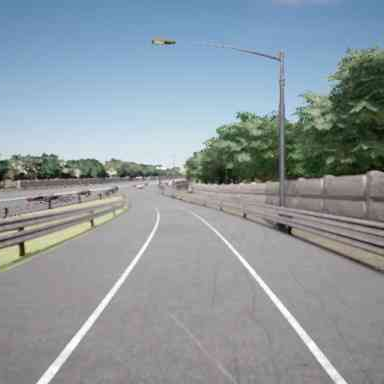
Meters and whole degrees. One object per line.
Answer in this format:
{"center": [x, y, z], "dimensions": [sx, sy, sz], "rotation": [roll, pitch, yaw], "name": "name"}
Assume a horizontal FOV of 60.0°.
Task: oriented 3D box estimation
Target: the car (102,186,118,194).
{"center": [-22.888, -0.049, 91.160], "dimensions": [2.033, 1.411, 5.357], "rotation": [0, 3, 7], "name": "car"}

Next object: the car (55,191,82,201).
{"center": [-25.638, 1.154, 69.100], "dimensions": [2.033, 1.411, 5.357], "rotation": [0, 3, 7], "name": "car"}

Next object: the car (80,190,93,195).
{"center": [-27.100, 0.208, 85.662], "dimensions": [1.837, 1.490, 4.892], "rotation": [0, 3, 7], "name": "car"}

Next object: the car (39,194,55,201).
{"center": [-29.109, 1.117, 69.545], "dimensions": [2.128, 1.511, 4.902], "rotation": [0, 3, 7], "name": "car"}

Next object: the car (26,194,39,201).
{"center": [-32.580, 1.164, 69.997], "dimensions": [1.895, 1.301, 4.718], "rotation": [0, 3, 7], "name": "car"}
